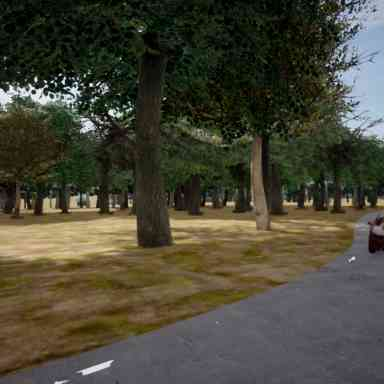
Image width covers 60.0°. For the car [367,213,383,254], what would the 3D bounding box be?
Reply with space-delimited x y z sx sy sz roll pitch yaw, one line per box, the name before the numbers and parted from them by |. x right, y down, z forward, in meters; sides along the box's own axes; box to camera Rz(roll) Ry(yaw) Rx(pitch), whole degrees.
car | 8.369 1.599 13.582 1.882 1.535 5.008 0 -1 31
